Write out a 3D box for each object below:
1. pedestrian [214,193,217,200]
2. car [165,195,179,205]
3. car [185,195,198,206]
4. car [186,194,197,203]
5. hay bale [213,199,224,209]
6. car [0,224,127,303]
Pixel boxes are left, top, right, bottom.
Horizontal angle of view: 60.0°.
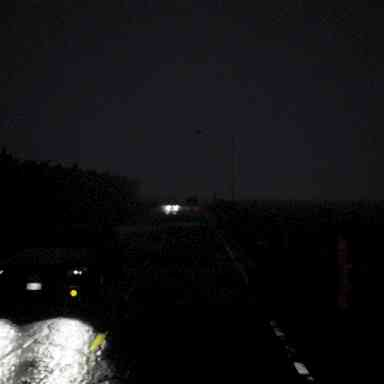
[{"bbox_3d":[2.785,1.039,40.145,0.375,1.860,0.375,0,1,-2],"label":"pedestrian"},{"bbox_3d":[-2.875,1.181,49.116,2.128,1.511,4.902,0,0,0],"label":"car"},{"bbox_3d":[-0.037,1.187,47.536,2.128,1.511,4.902,0,0,0],"label":"car"},{"bbox_3d":[-0.060,1.172,61.387,2.033,1.411,5.357,0,0,0],"label":"car"},{"bbox_3d":[3.090,1.399,39.050,1.220,1.180,1.240,0,1,0],"label":"hay bale"},{"bbox_3d":[-2.859,1.504,8.010,1.994,1.385,4.181,0,0,0],"label":"car"}]
